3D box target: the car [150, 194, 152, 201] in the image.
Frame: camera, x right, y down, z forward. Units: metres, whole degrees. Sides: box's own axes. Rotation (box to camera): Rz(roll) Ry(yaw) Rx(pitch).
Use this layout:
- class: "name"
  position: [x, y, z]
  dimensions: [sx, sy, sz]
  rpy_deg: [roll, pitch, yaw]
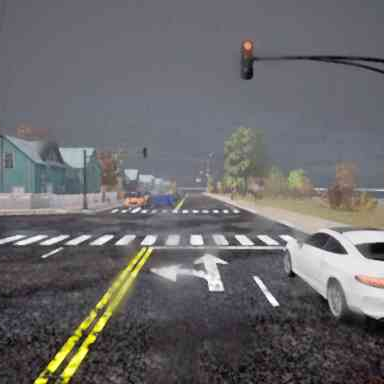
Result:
- class: "car"
  position: [-6.631, 0.978, 58.640]
  dimensions: [2.033, 1.411, 5.357]
  rpy_deg: [0, 0, 0]

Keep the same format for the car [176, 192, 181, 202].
- class: "car"
  position: [-3.401, 0.941, 56.526]
  dimensions: [2.128, 1.511, 4.902]
  rpy_deg: [0, 0, 0]

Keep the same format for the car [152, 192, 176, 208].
- class: "car"
  position: [-3.410, 1.070, 40.852]
  dimensions: [1.882, 1.535, 5.008]
  rpy_deg: [0, 1, 0]

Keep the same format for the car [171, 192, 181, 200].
- class: "car"
  position: [-3.369, 0.819, 71.029]
  dimensions: [1.837, 1.490, 4.892]
  rpy_deg: [0, 0, 0]

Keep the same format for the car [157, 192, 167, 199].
- class: "car"
  position: [-6.624, 0.815, 73.523]
  dimensions: [1.812, 1.442, 4.674]
  rpy_deg: [0, 0, 0]

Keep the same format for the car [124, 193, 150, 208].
- class: "car"
  position: [-6.658, 0.956, 39.722]
  dimensions: [2.097, 1.767, 4.553]
  rpy_deg: [0, 0, 0]

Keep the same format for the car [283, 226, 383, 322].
- class: "car"
  position: [3.337, 1.451, 6.984]
  dimensions: [1.812, 1.442, 4.674]
  rpy_deg: [0, 1, 0]
